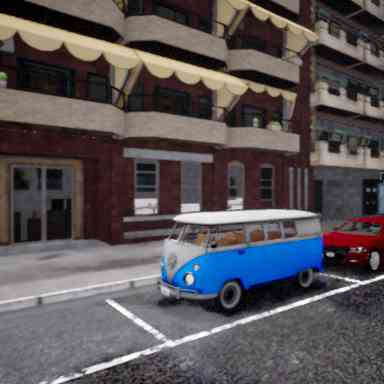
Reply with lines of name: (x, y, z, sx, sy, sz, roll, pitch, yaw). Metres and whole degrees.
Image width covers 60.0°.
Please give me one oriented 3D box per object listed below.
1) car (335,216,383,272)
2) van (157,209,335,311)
car: (5.714, 1.495, 10.634, 4.507, 1.381, 1.887, 0, 0, -36)
van: (1.218, 1.317, 7.426, 3.998, 1.788, 1.690, 0, 0, -36)
